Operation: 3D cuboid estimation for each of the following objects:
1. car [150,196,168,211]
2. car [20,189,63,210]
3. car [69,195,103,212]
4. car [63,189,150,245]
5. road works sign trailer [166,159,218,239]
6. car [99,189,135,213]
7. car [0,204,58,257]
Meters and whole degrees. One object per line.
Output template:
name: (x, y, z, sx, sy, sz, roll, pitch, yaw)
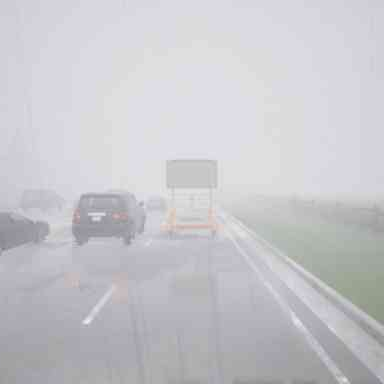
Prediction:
car: (-3.406, 1.089, 32.475, 1.994, 1.385, 4.181, 0, 1, 0)
car: (-13.905, 0.765, 31.183, 2.150, 2.045, 5.566, 0, 1, 0)
car: (-10.405, 1.043, 32.970, 1.812, 1.442, 4.674, 0, 1, 0)
car: (-3.402, 1.007, 14.541, 2.150, 2.045, 5.566, 0, 1, 0)
road works sign trailer: (-0.003, 0.231, 15.859, 2.380, 3.560, 2.880, 0, 1, 0)
car: (-6.905, 0.764, 31.233, 2.150, 2.045, 5.566, 0, 1, 0)
car: (-6.902, 1.376, 11.610, 2.033, 1.411, 5.357, 0, 1, 0)
